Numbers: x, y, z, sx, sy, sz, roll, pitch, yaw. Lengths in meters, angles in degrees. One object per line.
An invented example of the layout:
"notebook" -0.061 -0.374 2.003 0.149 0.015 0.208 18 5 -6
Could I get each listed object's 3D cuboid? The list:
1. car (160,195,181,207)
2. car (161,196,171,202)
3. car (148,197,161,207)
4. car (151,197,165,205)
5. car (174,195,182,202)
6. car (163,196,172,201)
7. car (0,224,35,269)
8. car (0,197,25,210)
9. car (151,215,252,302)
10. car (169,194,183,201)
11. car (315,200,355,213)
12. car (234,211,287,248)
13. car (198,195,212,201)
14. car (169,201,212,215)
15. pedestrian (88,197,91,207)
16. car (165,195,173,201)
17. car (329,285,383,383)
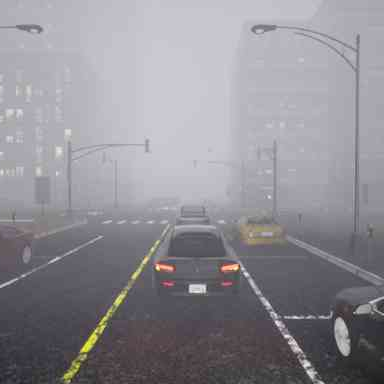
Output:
"car" -3.194 1.536 50.397 2.033 1.411 5.357 0 0 0
"car" -5.854 1.531 74.946 1.887 1.381 4.507 -1 0 0
"car" -5.808 1.514 52.159 1.752 1.417 4.829 -1 0 0
"car" -5.819 1.554 57.983 1.947 1.339 4.313 -1 0 0
"car" -3.153 1.485 75.897 1.837 1.490 4.892 0 0 0
"car" -5.865 1.568 80.601 1.802 1.307 4.206 -1 0 0
"car" -5.849 1.542 8.787 1.887 1.381 4.507 -1 0 0
"car" -21.738 1.275 37.972 4.829 1.417 1.752 0 0 1
"car" 0.083 1.523 8.109 1.812 1.442 4.674 0 0 0
"car" -3.191 1.478 61.859 2.128 1.511 4.902 0 0 0
"car" 16.238 1.623 37.552 4.403 1.369 2.008 0 0 1
"car" 2.778 1.521 14.561 1.752 1.417 4.829 -1 0 0
"car" 2.560 1.539 58.000 2.008 1.369 4.403 -1 0 0
"car" 0.053 1.487 18.183 2.128 1.511 4.902 0 0 0
"pedestrian" -12.631 1.200 40.837 0.375 1.300 0.375 0 0 1
"car" -5.877 1.530 86.256 1.887 1.381 4.507 -1 0 0
"car" 2.802 1.550 3.102 2.008 1.369 4.403 -1 0 0
